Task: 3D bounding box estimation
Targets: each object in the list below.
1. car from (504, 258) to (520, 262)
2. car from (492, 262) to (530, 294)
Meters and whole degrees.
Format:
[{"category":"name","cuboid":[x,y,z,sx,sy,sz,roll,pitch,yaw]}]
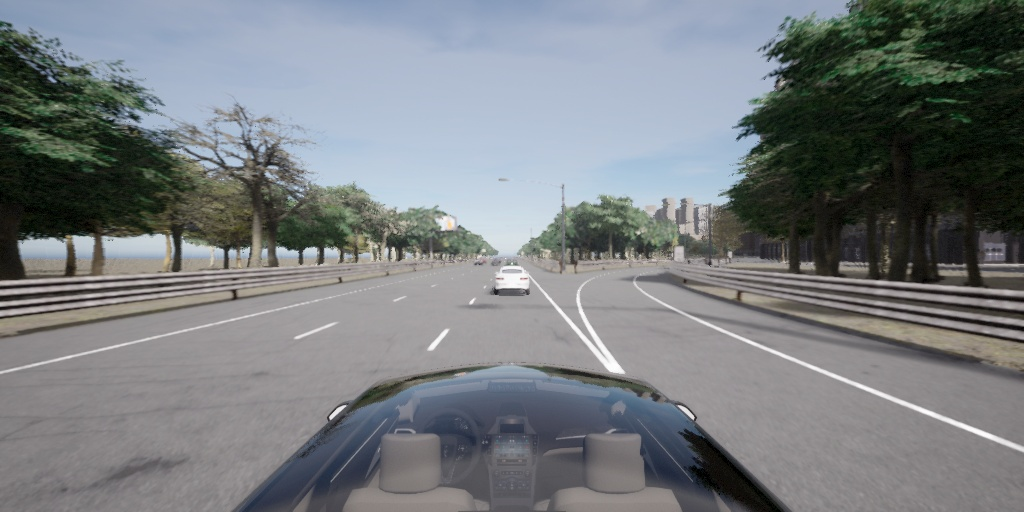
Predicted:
[{"category":"car","cuboid":[0.000,1.112,50.365,2.097,1.767,4.553,0,0,0]},{"category":"car","cuboid":[0.000,1.276,20.053,1.812,1.442,4.674,0,0,0]}]
